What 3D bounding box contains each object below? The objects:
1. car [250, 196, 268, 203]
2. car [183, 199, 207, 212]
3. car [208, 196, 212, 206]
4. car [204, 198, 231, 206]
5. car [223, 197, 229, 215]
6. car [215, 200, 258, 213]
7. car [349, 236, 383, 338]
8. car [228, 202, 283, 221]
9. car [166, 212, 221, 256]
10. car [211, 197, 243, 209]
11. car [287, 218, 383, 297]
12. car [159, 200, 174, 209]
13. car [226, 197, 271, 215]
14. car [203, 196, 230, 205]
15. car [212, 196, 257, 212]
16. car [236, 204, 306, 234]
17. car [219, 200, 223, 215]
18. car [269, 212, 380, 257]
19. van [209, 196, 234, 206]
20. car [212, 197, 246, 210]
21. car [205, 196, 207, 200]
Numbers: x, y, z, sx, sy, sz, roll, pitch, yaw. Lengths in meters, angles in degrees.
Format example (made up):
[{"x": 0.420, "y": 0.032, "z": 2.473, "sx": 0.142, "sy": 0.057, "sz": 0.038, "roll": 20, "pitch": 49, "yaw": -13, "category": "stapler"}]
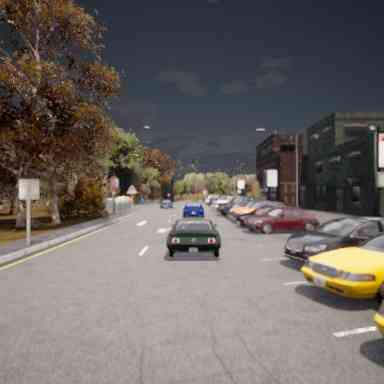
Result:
[{"x": 18.642, "y": 2.040, "z": 92.843, "sx": 2.435, "sy": 2.045, "sz": 5.566, "roll": 0, "pitch": 0, "yaw": -21, "category": "car"}, {"x": 0.155, "y": 1.686, "z": 31.442, "sx": 1.882, "sy": 1.535, "sz": 5.008, "roll": 0, "pitch": 0, "yaw": 0, "category": "car"}, {"x": 5.448, "y": 1.544, "z": 43.821, "sx": 5.566, "sy": 2.045, "sz": 2.435, "roll": 1, "pitch": 0, "yaw": -20, "category": "car"}, {"x": 5.419, "y": 2.053, "z": 70.798, "sx": 5.366, "sy": 1.575, "sz": 1.946, "roll": 1, "pitch": 0, "yaw": -20, "category": "car"}, {"x": 5.416, "y": 1.549, "z": 28.829, "sx": 4.553, "sy": 1.767, "sz": 2.185, "roll": 1, "pitch": 0, "yaw": -20, "category": "car"}, {"x": 5.424, "y": 1.799, "z": 40.818, "sx": 4.792, "sy": 1.488, "sz": 2.163, "roll": 1, "pitch": 0, "yaw": -20, "category": "car"}, {"x": 5.135, "y": 1.511, "z": 4.750, "sx": 5.366, "sy": 1.575, "sz": 1.946, "roll": 1, "pitch": 0, "yaw": -20, "category": "car"}, {"x": 5.326, "y": 1.661, "z": 22.807, "sx": 4.792, "sy": 1.488, "sz": 2.163, "roll": 1, "pitch": 0, "yaw": -20, "category": "car"}, {"x": 0.081, "y": 1.686, "z": 13.464, "sx": 1.895, "sy": 1.301, "sz": 4.718, "roll": 0, "pitch": 0, "yaw": 1, "category": "car"}, {"x": 5.492, "y": 1.753, "z": 52.835, "sx": 4.553, "sy": 1.767, "sz": 2.185, "roll": 1, "pitch": -1, "yaw": -20, "category": "car"}, {"x": 5.137, "y": 1.530, "z": 7.751, "sx": 5.366, "sy": 1.575, "sz": 1.946, "roll": 1, "pitch": 0, "yaw": -20, "category": "car"}, {"x": -3.933, "y": 1.908, "z": 51.636, "sx": 1.812, "sy": 1.442, "sz": 4.674, "roll": 0, "pitch": 0, "yaw": 0, "category": "car"}, {"x": 5.400, "y": 1.528, "z": 25.828, "sx": 4.553, "sy": 1.767, "sz": 2.185, "roll": 1, "pitch": 0, "yaw": -20, "category": "car"}, {"x": 5.627, "y": 1.869, "z": 76.892, "sx": 5.566, "sy": 2.045, "sz": 2.435, "roll": 1, "pitch": -1, "yaw": -20, "category": "car"}, {"x": 5.407, "y": 1.469, "z": 34.805, "sx": 5.566, "sy": 2.045, "sz": 2.435, "roll": 1, "pitch": 0, "yaw": -20, "category": "car"}, {"x": 5.343, "y": 1.652, "z": 19.816, "sx": 4.674, "sy": 1.452, "sz": 2.002, "roll": 1, "pitch": 0, "yaw": -20, "category": "car"}, {"x": 5.396, "y": 1.737, "z": 31.825, "sx": 4.674, "sy": 1.452, "sz": 2.002, "roll": 1, "pitch": -1, "yaw": -20, "category": "car"}, {"x": 5.323, "y": 1.556, "z": 10.816, "sx": 4.892, "sy": 1.521, "sz": 2.231, "roll": 1, "pitch": 0, "yaw": -20, "category": "car"}, {"x": 5.689, "y": 1.775, "z": 64.900, "sx": 4.442, "sy": 1.987, "sz": 1.878, "roll": 1, "pitch": -1, "yaw": -20, "category": "van"}, {"x": 5.475, "y": 1.724, "z": 49.834, "sx": 4.553, "sy": 1.767, "sz": 2.185, "roll": 1, "pitch": -1, "yaw": -20, "category": "car"}, {"x": 5.559, "y": 1.968, "z": 61.853, "sx": 5.008, "sy": 1.535, "sz": 2.097, "roll": 1, "pitch": -1, "yaw": -20, "category": "car"}]
